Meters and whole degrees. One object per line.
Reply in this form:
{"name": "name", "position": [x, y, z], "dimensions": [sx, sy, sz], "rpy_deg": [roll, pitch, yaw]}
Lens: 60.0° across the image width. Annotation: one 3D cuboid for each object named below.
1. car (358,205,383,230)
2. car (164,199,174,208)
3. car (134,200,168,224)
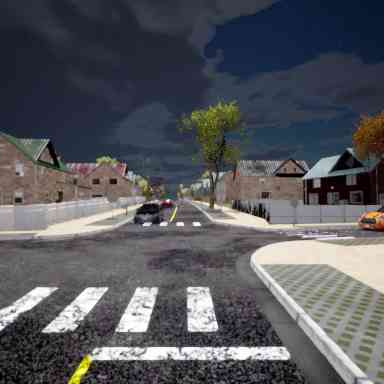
{"name": "car", "position": [13.240, 1.603, 21.813], "dimensions": [4.553, 1.767, 2.097], "rpy_deg": [1, -3, -18]}
{"name": "car", "position": [-3.818, 1.821, 52.794], "dimensions": [1.895, 1.301, 4.718], "rpy_deg": [0, 0, -2]}
{"name": "car", "position": [-3.192, 1.597, 25.491], "dimensions": [1.812, 1.442, 4.674], "rpy_deg": [0, 0, 2]}
